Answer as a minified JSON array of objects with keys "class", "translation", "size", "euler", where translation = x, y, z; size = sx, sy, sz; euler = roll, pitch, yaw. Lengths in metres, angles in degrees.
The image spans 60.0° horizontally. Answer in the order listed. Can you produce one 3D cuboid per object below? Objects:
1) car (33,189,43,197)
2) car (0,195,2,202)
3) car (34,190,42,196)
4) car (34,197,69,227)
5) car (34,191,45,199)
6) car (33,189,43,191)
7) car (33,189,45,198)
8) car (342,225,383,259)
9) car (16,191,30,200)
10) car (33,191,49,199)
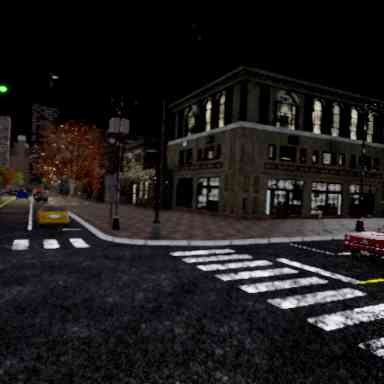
[{"class":"car","translation":[-37.102,0.145,80.069],"size":[2.192,1.841,5.009],"euler":[2,0,-26]},{"class":"car","translation":[-25.517,0.740,42.529],"size":[1.895,1.301,4.718],"euler":[2,0,-25]},{"class":"car","translation":[-39.576,0.276,85.225],"size":[1.752,1.417,4.829],"euler":[2,0,-26]},{"class":"car","translation":[-8.454,1.263,20.193],"size":[1.752,1.417,4.829],"euler":[2,0,-26]},{"class":"car","translation":[-29.927,0.603,65.062],"size":[1.887,1.381,4.507],"euler":[2,0,-26]},{"class":"car","translation":[-27.534,0.700,60.059],"size":[1.947,1.339,4.313],"euler":[2,0,-26]},{"class":"car","translation":[-32.314,0.297,70.065],"size":[2.192,1.841,5.009],"euler":[2,0,-26]},{"class":"car","translation":[7.689,1.764,11.979],"size":[4.718,1.301,1.895],"euler":[2,1,-27]},{"class":"car","translation":[-28.192,0.564,55.375],"size":[1.882,1.535,5.008],"euler":[2,0,-26]},{"class":"car","translation":[-20.351,0.912,45.052],"size":[2.008,1.369,4.403],"euler":[2,0,-26]}]
